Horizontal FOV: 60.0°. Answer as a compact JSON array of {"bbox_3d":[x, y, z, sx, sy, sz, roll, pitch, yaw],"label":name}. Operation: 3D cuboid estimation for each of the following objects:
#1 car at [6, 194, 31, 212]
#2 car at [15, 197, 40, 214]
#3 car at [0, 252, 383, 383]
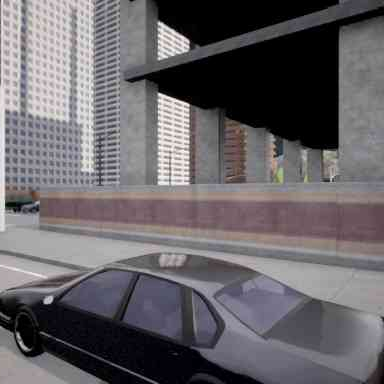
[{"bbox_3d":[-19.873,1.221,35.634,2.150,2.045,5.566,0,0,36],"label":"car"},{"bbox_3d":[-15.732,1.526,35.357,1.812,1.442,4.674,0,0,36],"label":"car"},{"bbox_3d":[-0.411,1.547,4.285,5.357,1.411,2.033,0,0,35],"label":"car"}]
